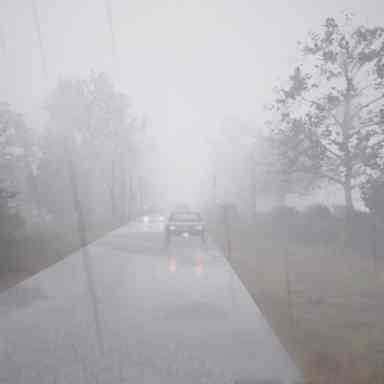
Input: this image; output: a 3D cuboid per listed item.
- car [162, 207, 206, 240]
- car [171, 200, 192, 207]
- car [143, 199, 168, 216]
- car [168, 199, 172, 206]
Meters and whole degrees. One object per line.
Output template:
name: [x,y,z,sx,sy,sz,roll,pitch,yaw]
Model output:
car: [-0.358,1.662,17.313,1.895,1.301,4.718,0,0,-2]
car: [-1.047,1.776,35.346,1.837,1.490,4.892,0,-1,-2]
car: [-4.003,1.626,35.684,2.097,1.767,4.553,0,-1,-2]
car: [-5.322,2.429,76.145,2.097,1.767,4.553,0,-2,-2]
